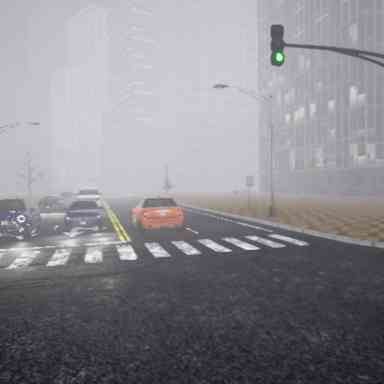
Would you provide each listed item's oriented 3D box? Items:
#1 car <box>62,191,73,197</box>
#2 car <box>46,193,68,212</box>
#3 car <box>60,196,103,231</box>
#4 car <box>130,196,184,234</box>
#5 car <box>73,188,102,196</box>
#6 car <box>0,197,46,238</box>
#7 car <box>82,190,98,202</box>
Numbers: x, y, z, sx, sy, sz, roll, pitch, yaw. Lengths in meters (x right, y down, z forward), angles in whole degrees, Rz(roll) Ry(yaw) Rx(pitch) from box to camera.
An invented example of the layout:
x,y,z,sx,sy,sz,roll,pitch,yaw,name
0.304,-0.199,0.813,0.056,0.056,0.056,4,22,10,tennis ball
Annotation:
x,y,z,sx,sy,sz,roll,pitch,yaw,name
-18.564,0.675,49.368,1.837,1.490,4.892,-2,1,-18,car
-12.752,1.086,30.113,1.994,1.385,4.181,-2,1,-16,car
-5.912,1.194,18.295,1.812,1.442,4.674,-2,1,-16,car
-1.905,0.970,16.859,2.097,1.767,4.553,-2,1,-16,car
-10.003,0.628,32.260,2.150,2.045,5.566,-2,2,-17,car
-8.572,1.139,15.790,2.097,1.767,4.553,-2,1,-16,car
-15.354,0.575,49.987,2.128,1.511,4.902,-2,1,-18,car
